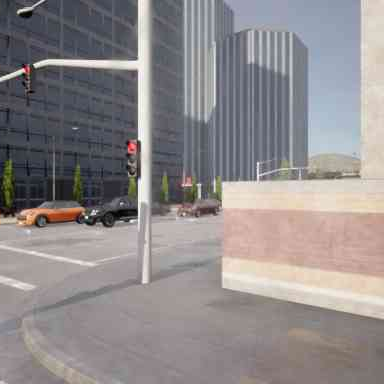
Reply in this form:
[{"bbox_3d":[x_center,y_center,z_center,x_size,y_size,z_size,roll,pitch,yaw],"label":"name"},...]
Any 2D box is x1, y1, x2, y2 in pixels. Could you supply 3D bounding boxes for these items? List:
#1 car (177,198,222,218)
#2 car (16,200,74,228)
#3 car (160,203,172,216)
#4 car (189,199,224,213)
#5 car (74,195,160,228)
[{"bbox_3d":[0.615,1.407,31.463,2.097,1.767,4.553,0,0,36],"label":"car"},{"bbox_3d":[-9.669,1.407,23.147,2.097,1.767,4.553,0,0,36],"label":"car"},{"bbox_3d":[-4.144,1.603,30.842,2.033,1.411,5.357,0,0,36],"label":"car"},{"bbox_3d":[1.782,1.560,39.072,1.837,1.490,4.892,0,0,36],"label":"car"},{"bbox_3d":[-5.114,1.277,23.494,2.150,2.045,5.566,0,0,36],"label":"car"}]
